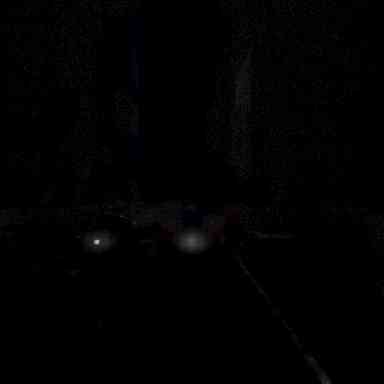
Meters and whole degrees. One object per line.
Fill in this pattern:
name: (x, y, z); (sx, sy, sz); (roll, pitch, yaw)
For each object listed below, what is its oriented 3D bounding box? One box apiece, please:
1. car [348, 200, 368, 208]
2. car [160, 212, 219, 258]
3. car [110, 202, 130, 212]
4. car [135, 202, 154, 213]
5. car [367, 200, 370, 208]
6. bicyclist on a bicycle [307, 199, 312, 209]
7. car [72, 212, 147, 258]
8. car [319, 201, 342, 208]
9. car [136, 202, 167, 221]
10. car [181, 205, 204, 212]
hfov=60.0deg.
car: (32.077, 2.277, 63.697); (4.097, 1.590, 1.967); (0, -1, -1)
car: (0.015, 1.707, 13.448); (1.994, 1.385, 4.181); (0, -1, 0)
car: (-9.794, 2.082, 45.686); (1.882, 1.535, 5.008); (0, -1, 0)
car: (-6.536, 2.124, 46.426); (1.837, 1.490, 4.892); (0, -2, 0)
car: (32.208, 2.190, 55.172); (4.313, 1.339, 1.947); (0, -1, -1)
bicyclist on a bicycle: (18.374, 1.889, 51.996); (0.582, 1.620, 1.656); (0, -2, -1)
car: (-3.235, 1.707, 13.420); (1.994, 1.385, 4.181); (0, -1, 0)
car: (26.440, 2.434, 63.604); (4.206, 1.307, 1.802); (0, -1, -1)
car: (-3.241, 1.824, 28.519); (2.128, 1.511, 4.902); (0, -1, 0)
car: (0.014, 1.863, 28.916); (1.812, 1.442, 4.674); (0, -1, 1)
